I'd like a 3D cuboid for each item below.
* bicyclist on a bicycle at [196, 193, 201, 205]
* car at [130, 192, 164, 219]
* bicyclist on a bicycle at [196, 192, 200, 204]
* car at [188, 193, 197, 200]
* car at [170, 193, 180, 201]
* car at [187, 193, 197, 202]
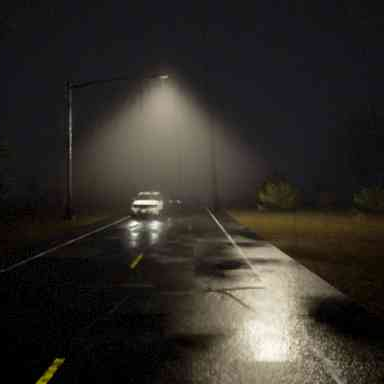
[{"bbox_3d":[0.996,1.126,45.622,0.582,1.620,1.656,0,0,0],"label":"bicyclist on a bicycle"},{"bbox_3d":[-3.578,1.035,27.399,2.150,2.045,5.566,0,0,0],"label":"car"},{"bbox_3d":[1.003,0.978,53.515,0.659,1.776,1.843,0,1,0],"label":"bicyclist on a bicycle"},{"bbox_3d":[0.057,0.966,75.923,1.994,1.385,4.181,0,1,0],"label":"car"},{"bbox_3d":[-3.453,0.962,67.764,1.882,1.535,5.008,0,1,0],"label":"car"},{"bbox_3d":[0.068,1.102,61.860,1.994,1.385,4.181,0,1,0],"label":"car"}]
